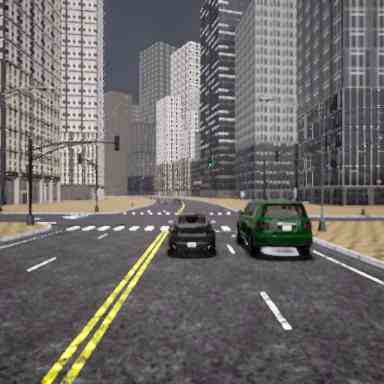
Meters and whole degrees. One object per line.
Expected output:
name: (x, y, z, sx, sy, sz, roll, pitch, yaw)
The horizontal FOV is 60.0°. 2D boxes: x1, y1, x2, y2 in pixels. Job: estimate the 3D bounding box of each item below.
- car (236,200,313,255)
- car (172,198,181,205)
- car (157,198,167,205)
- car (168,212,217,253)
car: (3.245, 1.343, 14.021, 2.150, 2.045, 5.566, 0, 0, 0)
car: (-3.361, 2.091, 74.128, 1.837, 1.490, 4.892, 0, 0, -1)
car: (-6.609, 2.116, 73.997, 2.128, 1.511, 4.902, 0, 0, -1)
car: (-0.001, 1.637, 14.300, 1.837, 1.490, 4.892, 0, 0, 0)
